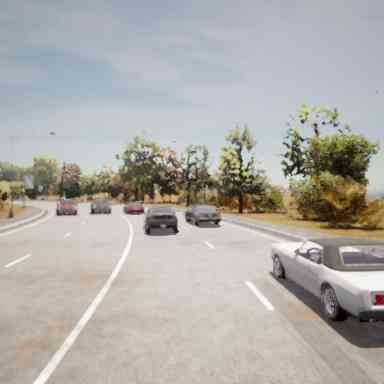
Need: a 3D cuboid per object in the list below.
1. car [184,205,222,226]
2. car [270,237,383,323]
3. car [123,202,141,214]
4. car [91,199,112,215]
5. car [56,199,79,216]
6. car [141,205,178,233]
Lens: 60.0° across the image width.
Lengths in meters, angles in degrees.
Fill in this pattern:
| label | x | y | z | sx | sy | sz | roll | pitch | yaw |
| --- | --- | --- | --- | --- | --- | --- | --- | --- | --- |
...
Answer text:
| label | x | y | z | sx | sy | sz | roll | pitch | yaw |
| --- | --- | --- | --- | --- | --- | --- | --- | --- | --- |
| car | 0.714 | 1.690 | 25.167 | 2.033 | 1.411 | 5.357 | 0 | 0 | -12 |
| car | 3.227 | 1.630 | 7.252 | 1.895 | 1.301 | 4.718 | 0 | 0 | -4 |
| car | -6.763 | 1.804 | 38.468 | 1.994 | 1.385 | 4.181 | 0 | 0 | -19 |
| car | -10.320 | 1.594 | 37.734 | 2.097 | 1.767 | 4.553 | 0 | 0 | -19 |
| car | -13.245 | 1.586 | 35.467 | 2.097 | 1.767 | 4.553 | 0 | 0 | -19 |
| car | -2.003 | 1.629 | 20.670 | 1.837 | 1.490 | 4.892 | 0 | 0 | -10 |
